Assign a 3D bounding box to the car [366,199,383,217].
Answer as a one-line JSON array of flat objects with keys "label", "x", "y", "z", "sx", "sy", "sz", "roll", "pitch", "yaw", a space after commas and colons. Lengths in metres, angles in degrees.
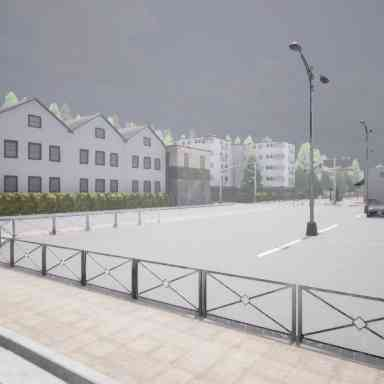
[{"label": "car", "x": 15.380, "y": 1.298, "z": 26.835, "sx": 2.007, "sy": 1.523, "sz": 4.514, "roll": 0, "pitch": 0, "yaw": 35}]
